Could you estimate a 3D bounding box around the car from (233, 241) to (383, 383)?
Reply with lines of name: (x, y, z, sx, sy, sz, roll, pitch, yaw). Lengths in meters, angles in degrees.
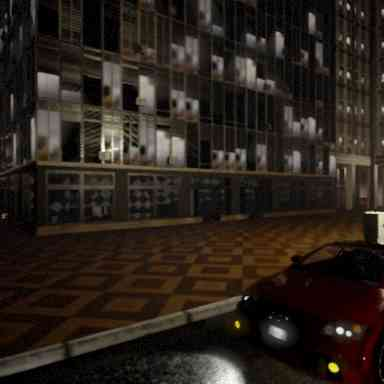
car: (2.642, 1.526, 5.268, 4.181, 1.385, 1.994, -1, 0, -37)
